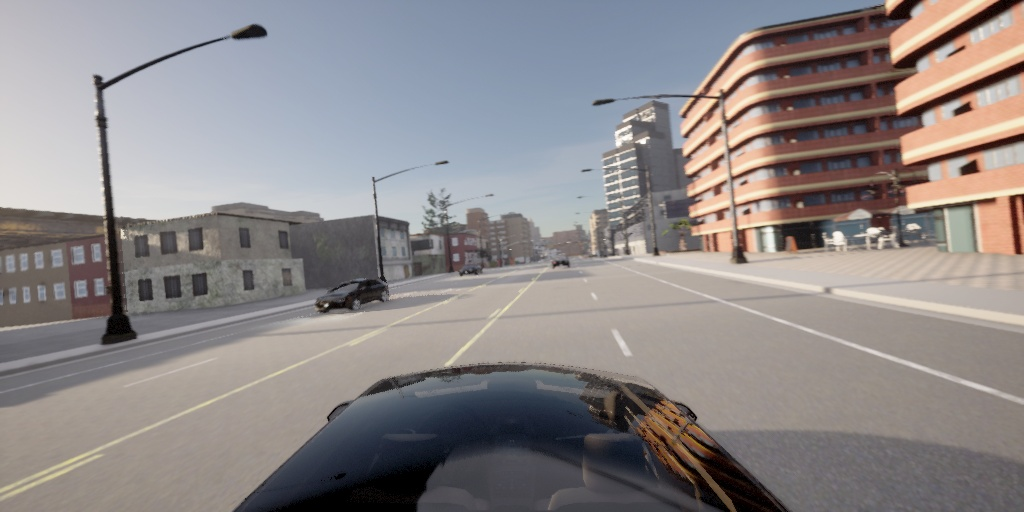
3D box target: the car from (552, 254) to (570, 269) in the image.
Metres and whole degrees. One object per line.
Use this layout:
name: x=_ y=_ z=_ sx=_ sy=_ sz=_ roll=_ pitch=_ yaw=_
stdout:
car: x=5.385 y=0.627 z=39.279 sx=1.895 sy=1.301 sz=4.718 roll=-6 pitch=0 yaw=9

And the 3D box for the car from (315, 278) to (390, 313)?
car: x=-8.429 y=2.034 z=19.346 sx=1.837 sy=1.490 sz=4.892 roll=-6 pitch=1 yaw=9

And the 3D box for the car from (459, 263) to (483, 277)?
car: x=-4.824 y=1.584 z=42.171 sx=1.994 sy=1.385 sz=4.181 roll=-6 pitch=0 yaw=9
